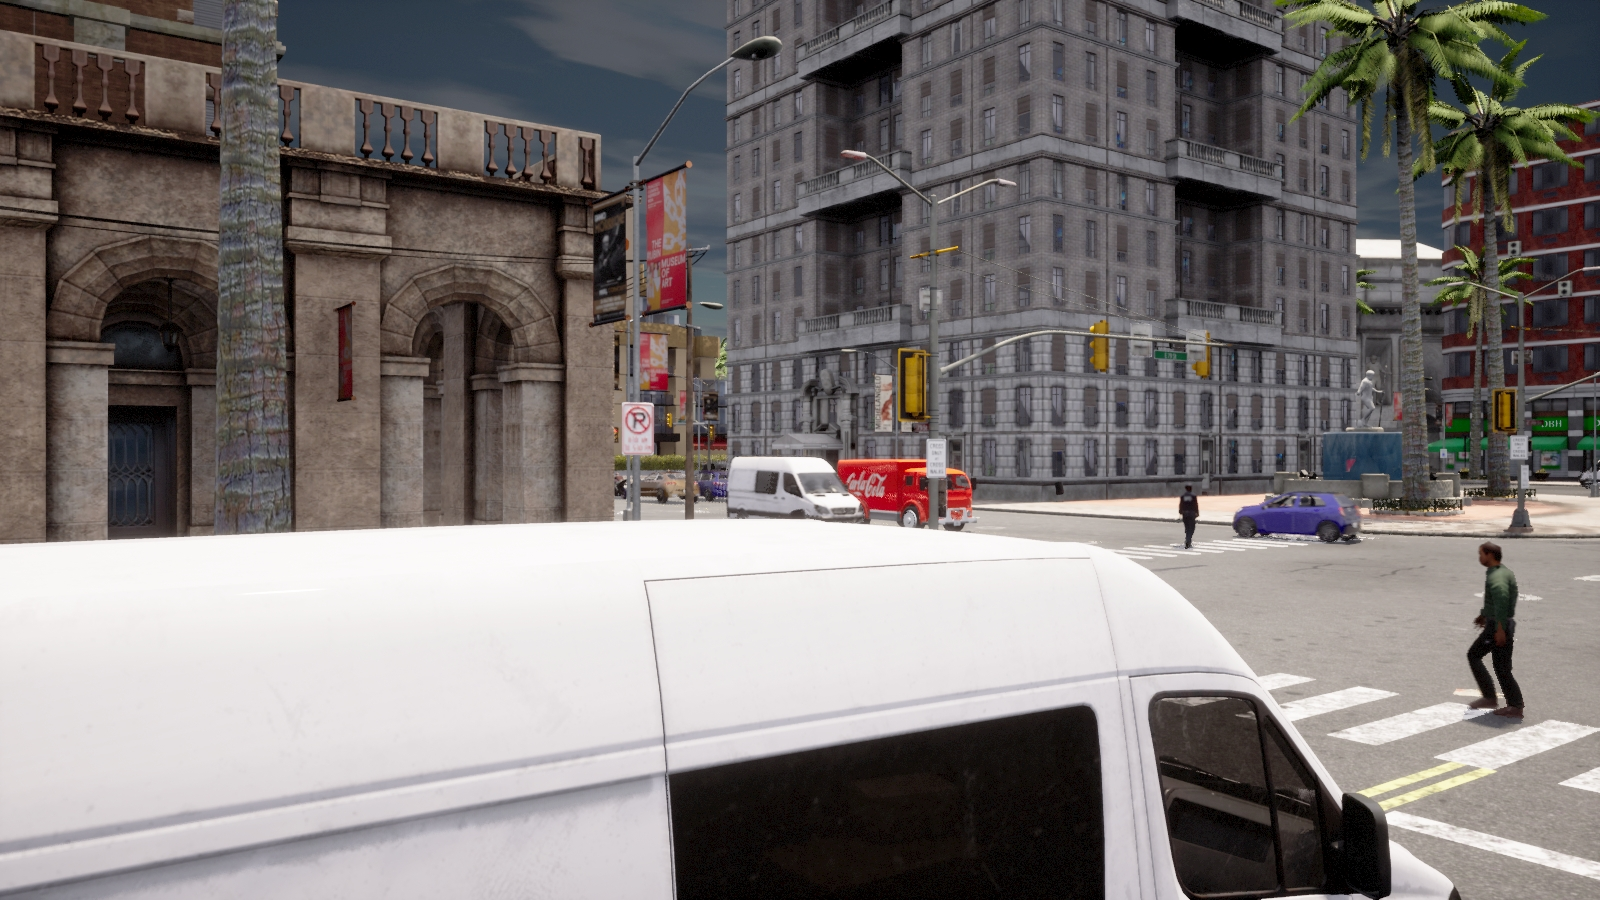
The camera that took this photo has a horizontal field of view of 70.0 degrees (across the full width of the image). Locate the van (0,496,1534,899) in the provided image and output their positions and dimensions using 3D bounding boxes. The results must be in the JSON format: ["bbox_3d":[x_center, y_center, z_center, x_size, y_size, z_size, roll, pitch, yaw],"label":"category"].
[{"bbox_3d":[0.019,1.533,3.806,5.915,2.561,1.988,0,0,-35],"label":"van"}]

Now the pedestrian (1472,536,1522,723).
[{"bbox_3d":[7.238,1.844,11.865,0.375,1.860,0.375,0,0,42],"label":"pedestrian"}]

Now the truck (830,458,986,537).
[{"bbox_3d":[3.647,1.555,39.545,2.627,2.467,5.204,0,0,-35],"label":"truck"}]

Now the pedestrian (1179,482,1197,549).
[{"bbox_3d":[10.959,1.838,32.284,0.375,1.860,0.375,0,0,41],"label":"pedestrian"}]

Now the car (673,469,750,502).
[{"bbox_3d":[-4.974,1.955,63.788,2.242,1.667,4.611,0,0,-35],"label":"car"}]

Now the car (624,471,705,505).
[{"bbox_3d":[-7.297,1.980,61.103,2.152,1.651,5.027,0,0,-36],"label":"car"}]

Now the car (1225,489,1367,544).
[{"bbox_3d":[15.398,2.025,35.591,1.845,1.501,3.633,0,0,-45],"label":"car"}]

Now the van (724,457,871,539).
[{"bbox_3d":[-0.211,1.525,38.964,1.988,2.561,5.915,0,0,-35],"label":"van"}]
